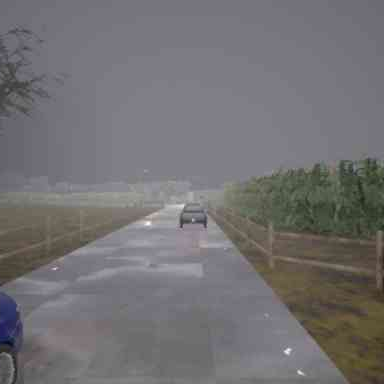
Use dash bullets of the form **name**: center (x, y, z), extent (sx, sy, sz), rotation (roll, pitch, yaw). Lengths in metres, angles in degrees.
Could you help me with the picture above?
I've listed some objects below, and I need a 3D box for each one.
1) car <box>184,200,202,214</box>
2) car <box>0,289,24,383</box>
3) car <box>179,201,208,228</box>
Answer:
- **car**: center (0.070, 1.837, 41.935), extent (2.128, 1.511, 4.902), rotation (0, -1, 0)
- **car**: center (-2.852, 1.538, 2.095), extent (1.812, 1.442, 4.674), rotation (0, 0, 0)
- **car**: center (0.084, 1.646, 23.732), extent (2.128, 1.511, 4.902), rotation (0, -1, 0)
